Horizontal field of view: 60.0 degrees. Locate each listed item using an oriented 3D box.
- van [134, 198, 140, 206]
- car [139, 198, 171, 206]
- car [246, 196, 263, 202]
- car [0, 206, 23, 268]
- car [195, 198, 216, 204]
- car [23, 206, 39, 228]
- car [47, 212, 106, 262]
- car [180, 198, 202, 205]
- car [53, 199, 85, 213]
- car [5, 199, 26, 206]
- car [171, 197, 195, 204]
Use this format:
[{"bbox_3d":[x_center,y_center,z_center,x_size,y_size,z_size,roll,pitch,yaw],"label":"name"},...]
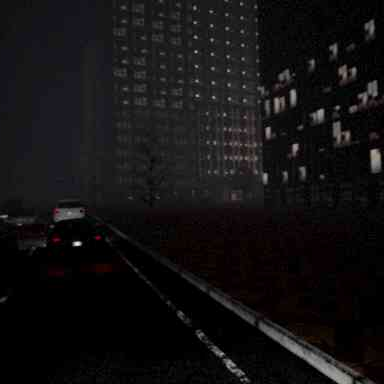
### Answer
[{"bbox_3d":[-10.464,2.159,72.402,3.998,1.788,1.690,-1,-2,-22],"label":"van"},{"bbox_3d":[-7.218,1.984,65.059,4.829,1.417,1.752,-1,-2,-22],"label":"car"},{"bbox_3d":[15.495,1.767,82.808,4.097,1.590,1.967,-1,-2,-22],"label":"car"},{"bbox_3d":[-7.522,1.554,11.703,2.097,1.767,4.553,-1,-1,-21],"label":"car"},{"bbox_3d":[2.992,1.845,69.150,4.206,1.307,1.802,-1,-2,-22],"label":"car"},{"bbox_3d":[-12.720,1.997,25.143,1.895,1.301,4.718,-1,0,-21],"label":"car"},{"bbox_3d":[-4.537,1.727,13.004,1.994,1.385,4.181,-1,0,-21],"label":"car"},{"bbox_3d":[-0.234,2.147,76.497,4.829,1.417,1.752,-1,-2,-22],"label":"car"},{"bbox_3d":[-9.518,1.570,25.846,2.150,2.045,5.566,-1,0,-21],"label":"car"},{"bbox_3d":[-24.322,2.001,45.919,2.150,2.045,5.566,-1,-1,-21],"label":"car"},{"bbox_3d":[-2.195,1.802,67.076,4.097,1.590,1.967,-1,-2,-22],"label":"car"}]
